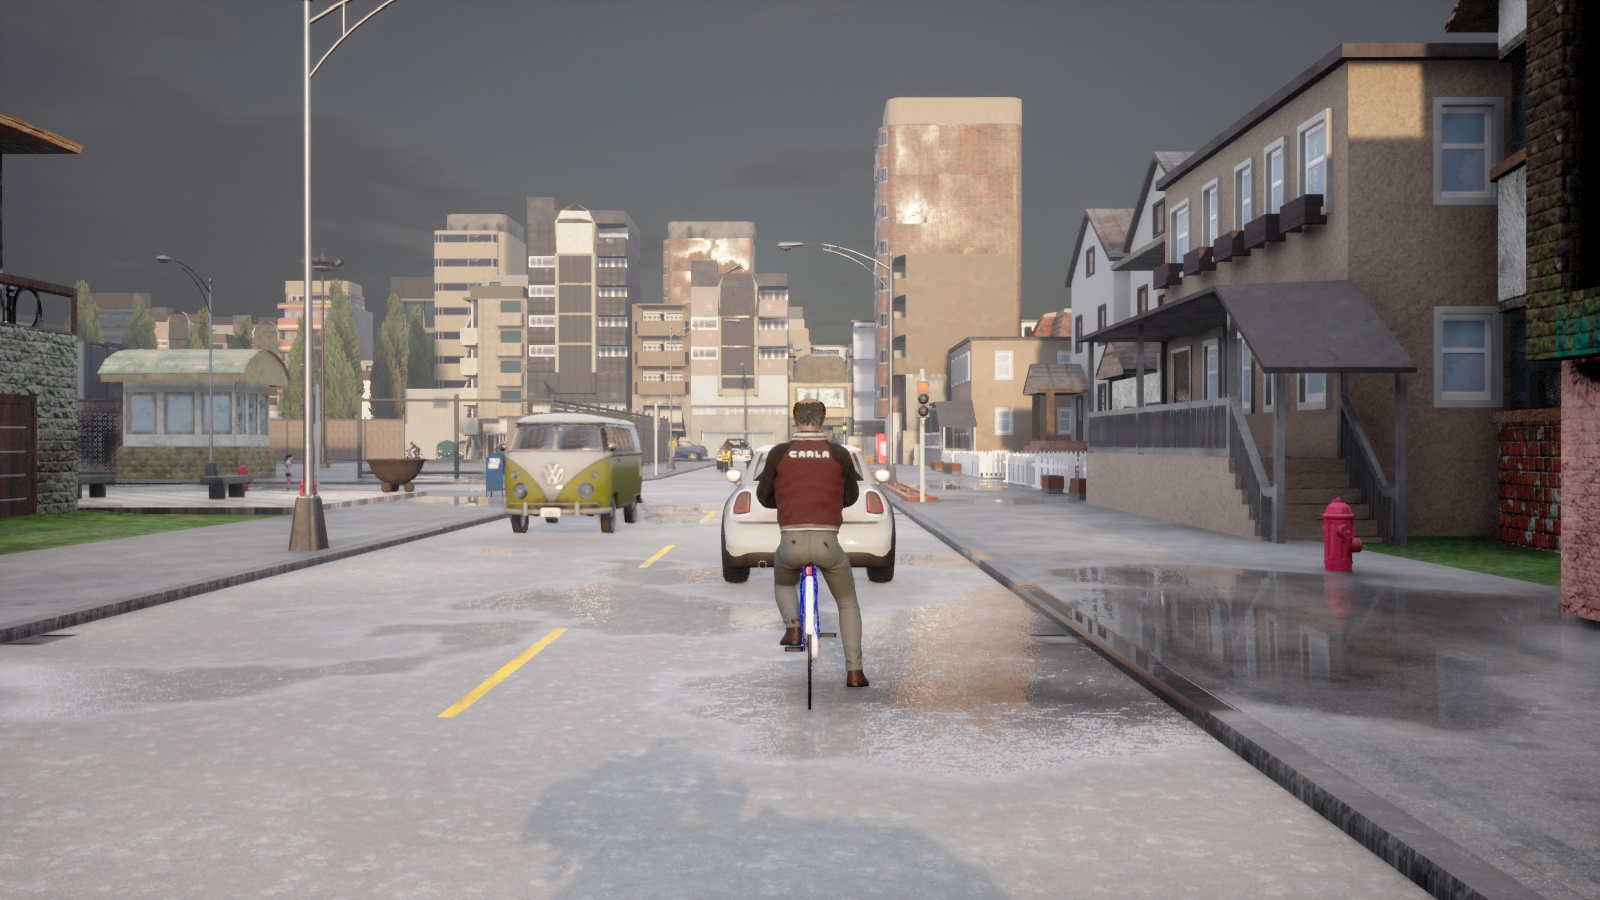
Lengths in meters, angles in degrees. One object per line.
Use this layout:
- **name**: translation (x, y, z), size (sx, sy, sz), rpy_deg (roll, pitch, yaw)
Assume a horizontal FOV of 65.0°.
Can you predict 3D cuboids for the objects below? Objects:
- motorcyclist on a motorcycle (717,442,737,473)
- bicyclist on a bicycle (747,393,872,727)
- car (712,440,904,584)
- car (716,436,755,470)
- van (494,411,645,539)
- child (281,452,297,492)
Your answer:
- **motorcyclist on a motorcycle**: translation (-3.636, 0.372, 62.667), size (0.797, 1.523, 2.044), rpy_deg (0, 0, 2)
- **bicyclist on a bicycle**: translation (0.056, 0.574, 7.591), size (0.659, 1.776, 1.843), rpy_deg (0, 1, 0)
- **car**: translation (0.093, 0.628, 14.787), size (1.970, 1.475, 3.806), rpy_deg (0, 0, 0)
- **car**: translation (-3.610, 0.161, 70.722), size (1.932, 1.855, 4.605), rpy_deg (0, 0, 1)
- **van**: translation (-3.867, 0.373, 21.784), size (1.775, 1.987, 4.442), rpy_deg (0, 0, 0)
- **child**: translation (-14.515, 0.621, 35.680), size (0.394, 1.110, 0.255), rpy_deg (0, 0, -15)
